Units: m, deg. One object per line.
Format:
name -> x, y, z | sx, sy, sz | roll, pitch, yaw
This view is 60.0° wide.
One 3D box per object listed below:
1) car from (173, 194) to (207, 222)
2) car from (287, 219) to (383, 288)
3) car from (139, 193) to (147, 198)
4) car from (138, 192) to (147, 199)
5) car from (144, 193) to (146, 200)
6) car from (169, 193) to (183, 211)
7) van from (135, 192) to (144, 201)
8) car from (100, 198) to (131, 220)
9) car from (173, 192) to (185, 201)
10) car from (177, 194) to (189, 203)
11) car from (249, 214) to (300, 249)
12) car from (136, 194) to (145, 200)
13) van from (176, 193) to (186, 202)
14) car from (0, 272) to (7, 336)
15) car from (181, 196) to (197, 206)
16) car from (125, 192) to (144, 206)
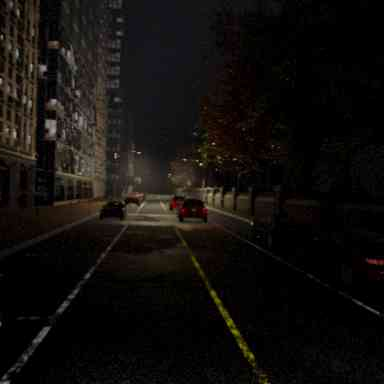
car -> -0.083, 1.309, 26.262 | 2.097, 1.767, 4.553 | 2, 0, -6
car -> 4.482, 1.706, 9.404 | 1.802, 1.307, 4.206 | 2, 0, -6
car -> -13.443, 0.964, 91.567 | 1.947, 1.339, 4.313 | 2, 0, -6
car -> -12.810, 0.876, 86.043 | 1.967, 1.590, 4.097 | 2, 0, -6
car -> -10.300, 1.125, 63.943 | 2.008, 1.369, 4.403 | 2, 0, -6
car -> -1.572, 1.240, 39.217 | 2.097, 1.767, 4.553 | 2, 0, -6
van -> -10.920, 0.883, 69.468 | 1.690, 1.788, 3.998 | 2, 0, -6
car -> -5.900, 1.363, 25.272 | 1.802, 1.307, 4.206 | 2, 0, -6
car -> -3.051, 1.082, 75.693 | 2.192, 1.841, 5.009 | 2, 0, -6
car -> -1.799, 1.273, 64.645 | 1.967, 1.590, 4.097 | 2, 0, -6
car -> 3.855, 1.647, 14.928 | 2.008, 1.369, 4.403 | 2, 0, -6
car -> -11.557, 1.073, 74.993 | 1.947, 1.339, 4.313 | 2, 0, -6
van -> -2.424, 1.142, 70.169 | 1.690, 1.788, 3.998 | 2, 0, -6
car -> -3.384, 1.459, 3.167 | 1.947, 1.339, 4.313 | 2, 0, -6
car -> -0.546, 1.446, 53.597 | 2.008, 1.369, 4.403 | 2, 0, -6
car -> -8.405, 0.981, 47.368 | 2.192, 1.841, 5.009 | 2, 0, -6
